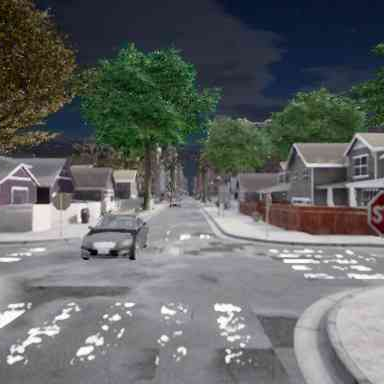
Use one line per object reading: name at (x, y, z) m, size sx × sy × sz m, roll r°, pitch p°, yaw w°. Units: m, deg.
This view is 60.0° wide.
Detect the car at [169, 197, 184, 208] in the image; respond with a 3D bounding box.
car at (-2.851, 1.992, 56.921) m, size 1.994 × 1.385 × 4.181 m, roll 0°, pitch -1°, yaw 0°

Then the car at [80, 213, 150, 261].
car at (-2.770, 1.611, 12.854) m, size 2.128 × 1.511 × 4.902 m, roll 0°, pitch -1°, yaw 0°
